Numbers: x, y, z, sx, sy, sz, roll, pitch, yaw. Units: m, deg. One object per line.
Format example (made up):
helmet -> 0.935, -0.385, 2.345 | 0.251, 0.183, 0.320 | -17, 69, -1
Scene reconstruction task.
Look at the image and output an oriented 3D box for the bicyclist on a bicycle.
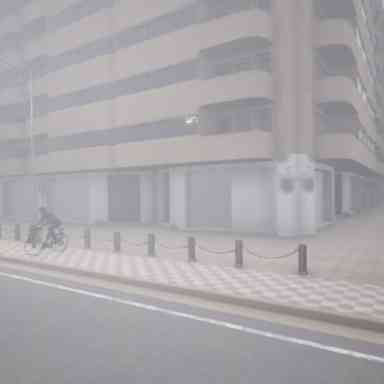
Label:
bicyclist on a bicycle -> -4.959, 1.332, 11.404 | 0.582, 1.620, 1.656 | -1, -1, 33
